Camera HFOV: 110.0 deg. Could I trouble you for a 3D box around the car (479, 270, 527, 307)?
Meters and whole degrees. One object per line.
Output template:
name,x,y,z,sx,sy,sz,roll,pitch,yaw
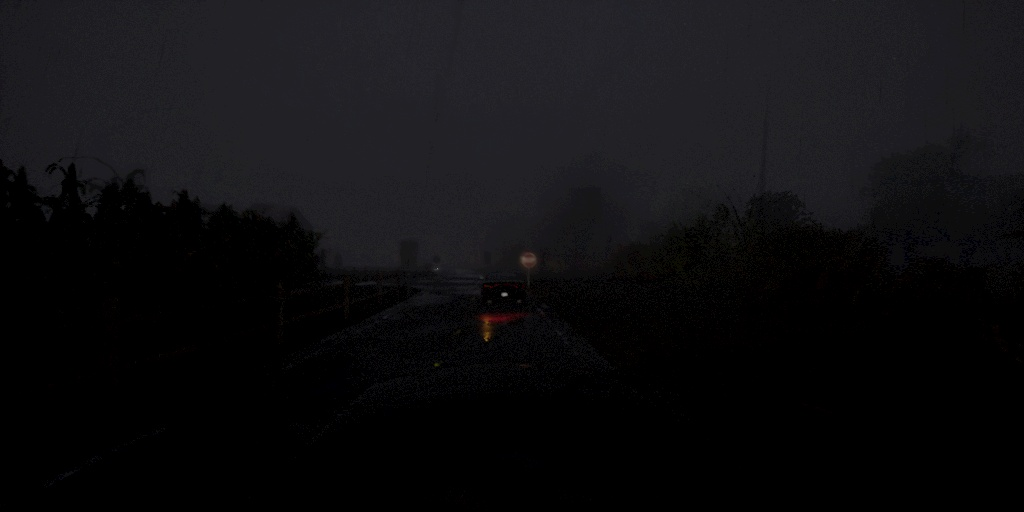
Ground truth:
car,-0.456,1.361,16.424,1.882,1.535,5.008,0,0,-4
